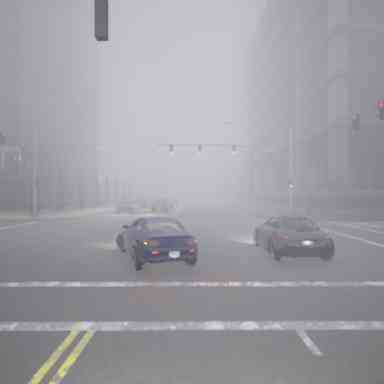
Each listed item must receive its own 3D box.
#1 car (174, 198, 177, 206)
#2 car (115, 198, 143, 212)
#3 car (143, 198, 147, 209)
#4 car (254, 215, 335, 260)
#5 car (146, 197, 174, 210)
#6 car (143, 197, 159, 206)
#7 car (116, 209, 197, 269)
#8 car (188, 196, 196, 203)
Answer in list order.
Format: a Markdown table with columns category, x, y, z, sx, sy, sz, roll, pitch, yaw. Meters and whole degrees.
| category | x | y | z | sx | sy | sz | roll | pitch | yaw |
| --- | --- | --- | --- | --- | --- | --- | --- | --- | --- |
| car | -3.590 | 1.564 | 47.841 | 1.882 | 1.535 | 5.008 | 0 | 0 | 0 |
| car | -7.109 | 1.614 | 37.034 | 2.033 | 1.411 | 5.357 | 0 | 0 | 0 |
| car | -7.096 | 1.589 | 46.768 | 1.837 | 1.490 | 4.892 | 0 | 0 | 0 |
| car | 3.594 | 1.556 | 12.361 | 1.994 | 1.385 | 4.181 | 0 | 0 | 0 |
| car | -3.607 | 1.560 | 38.249 | 2.128 | 1.511 | 4.902 | 0 | 0 | 0 |
| car | -7.021 | 1.650 | 57.216 | 2.033 | 1.411 | 5.357 | 0 | 0 | 0 |
| car | -1.259 | 1.517 | 11.145 | 1.812 | 1.442 | 4.674 | 1 | 0 | -20 |
| car | -0.023 | 1.689 | 75.905 | 1.994 | 1.385 | 4.181 | 0 | 0 | 0 |
